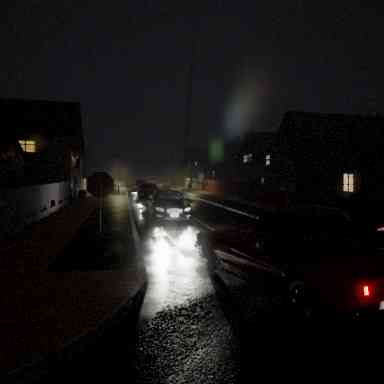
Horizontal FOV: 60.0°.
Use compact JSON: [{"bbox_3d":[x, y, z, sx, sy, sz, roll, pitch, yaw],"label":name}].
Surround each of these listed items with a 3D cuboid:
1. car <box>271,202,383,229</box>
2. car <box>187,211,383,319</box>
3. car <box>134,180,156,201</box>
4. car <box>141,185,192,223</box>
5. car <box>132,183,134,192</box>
[{"bbox_3d":[4.268,1.067,11.068,2.128,1.511,4.902,-1,4,-36],"label":"car"},{"bbox_3d":[1.903,1.320,7.023,1.895,1.301,4.718,-1,3,-29],"label":"car"},{"bbox_3d":[-3.886,-0.063,29.741,1.882,1.535,5.008,0,3,-12],"label":"car"},{"bbox_3d":[-1.259,0.639,17.194,2.128,1.511,4.902,1,3,-12],"label":"car"},{"bbox_3d":[-6.901,-0.846,44.311,1.837,1.490,4.892,1,4,-11],"label":"car"}]
